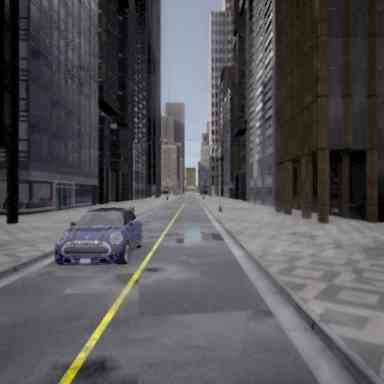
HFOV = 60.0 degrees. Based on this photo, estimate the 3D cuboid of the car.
[{"bbox_3d":[-3.009,1.352,11.642,2.097,1.767,4.553,0,0,0],"label":"car"}]
